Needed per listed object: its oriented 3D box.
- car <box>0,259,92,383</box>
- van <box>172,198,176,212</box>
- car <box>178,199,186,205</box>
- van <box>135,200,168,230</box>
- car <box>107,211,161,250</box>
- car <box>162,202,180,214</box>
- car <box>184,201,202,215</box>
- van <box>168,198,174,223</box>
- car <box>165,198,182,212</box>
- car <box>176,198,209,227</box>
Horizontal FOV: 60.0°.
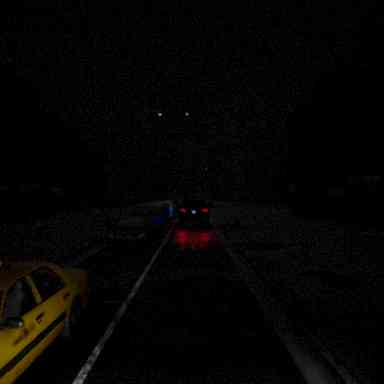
[{"bbox_3d":[-2.634,1.567,4.071,1.752,1.417,4.829,0,-1,0],"label":"car"},{"bbox_3d":[-2.610,1.686,31.561,1.690,1.788,3.998,0,-1,0],"label":"van"},{"bbox_3d":[-2.565,2.502,86.096,1.967,1.590,4.097,0,-1,0],"label":"car"},{"bbox_3d":[-2.620,1.563,20.633,1.690,1.788,3.998,0,-1,0],"label":"van"},{"bbox_3d":[-2.625,1.743,15.166,1.802,1.307,4.206,0,-1,0],"label":"car"},{"bbox_3d":[-2.601,2.019,42.486,2.008,1.369,4.403,0,-1,0],"label":"car"},{"bbox_3d":[0.136,1.953,41.949,2.128,1.511,4.902,0,-1,0],"label":"car"},{"bbox_3d":[-2.615,1.625,26.097,1.690,1.788,3.998,0,-1,0],"label":"van"},{"bbox_3d":[-2.596,1.848,47.952,2.192,1.841,5.009,0,-1,0],"label":"car"},{"bbox_3d":[0.122,1.500,25.608,2.150,2.045,5.566,0,-1,0],"label":"car"}]
